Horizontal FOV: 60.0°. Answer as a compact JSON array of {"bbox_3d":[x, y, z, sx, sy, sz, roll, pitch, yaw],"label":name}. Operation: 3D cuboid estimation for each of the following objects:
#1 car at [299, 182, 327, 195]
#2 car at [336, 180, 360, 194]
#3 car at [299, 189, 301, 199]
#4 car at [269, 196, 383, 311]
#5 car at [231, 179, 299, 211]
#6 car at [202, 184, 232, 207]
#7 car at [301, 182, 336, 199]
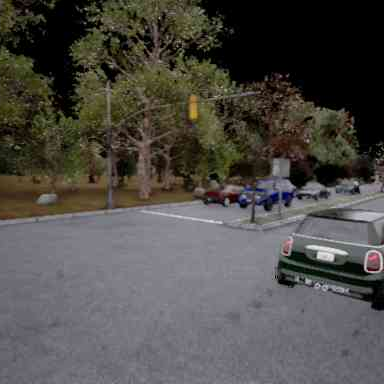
[{"bbox_3d":[14.769,-0.514,40.579,1.994,1.385,4.181,5,5,38],"label":"car"},{"bbox_3d":[19.743,-0.696,42.042,2.097,1.767,4.553,5,5,38],"label":"car"},{"bbox_3d":[8.653,-0.208,32.765,1.882,1.535,5.008,5,5,38],"label":"car"},{"bbox_3d":[3.823,1.178,7.819,2.097,1.767,4.553,5,4,39],"label":"car"},{"bbox_3d":[5.385,0.090,23.769,2.150,2.045,5.566,5,5,38],"label":"car"},{"bbox_3d":[2.770,0.169,25.315,1.882,1.535,5.008,5,5,38],"label":"car"},{"bbox_3d":[11.721,0.006,31.834,2.033,1.411,5.357,5,5,38],"label":"car"}]
